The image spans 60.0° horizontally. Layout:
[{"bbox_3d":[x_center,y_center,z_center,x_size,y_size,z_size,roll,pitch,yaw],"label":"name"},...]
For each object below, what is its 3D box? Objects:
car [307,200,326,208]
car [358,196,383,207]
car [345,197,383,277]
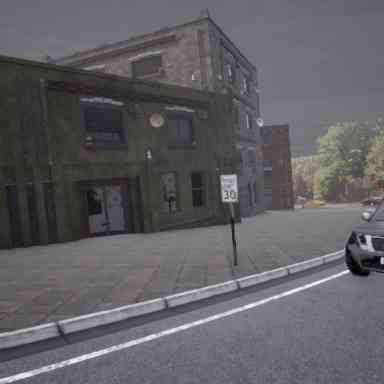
[{"bbox_3d":[24.424,2.312,65.442,1.882,1.535,5.008,-5,-2,-7],"label":"car"},{"bbox_3d":[28.696,1.485,52.850,1.882,1.535,5.008,-5,-2,-1],"label":"car"},{"bbox_3d":[6.262,1.133,9.160,5.566,2.045,2.150,-1,0,-44],"label":"car"}]
